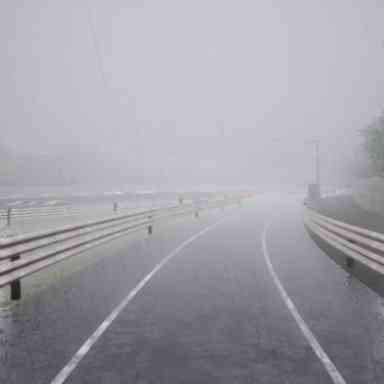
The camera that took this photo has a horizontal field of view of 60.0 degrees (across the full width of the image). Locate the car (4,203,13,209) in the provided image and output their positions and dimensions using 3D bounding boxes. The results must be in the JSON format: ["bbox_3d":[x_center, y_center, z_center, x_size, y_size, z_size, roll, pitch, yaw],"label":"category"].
[{"bbox_3d":[-19.135,1.619,39.338,2.033,1.411,5.357,1,2,39],"label":"car"}]

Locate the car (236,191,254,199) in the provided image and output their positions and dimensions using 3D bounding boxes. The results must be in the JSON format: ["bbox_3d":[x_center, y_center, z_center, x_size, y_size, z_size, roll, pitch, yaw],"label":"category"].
[{"bbox_3d":[11.407,0.465,71.400,2.097,1.767,4.553,1,2,39],"label":"car"}]

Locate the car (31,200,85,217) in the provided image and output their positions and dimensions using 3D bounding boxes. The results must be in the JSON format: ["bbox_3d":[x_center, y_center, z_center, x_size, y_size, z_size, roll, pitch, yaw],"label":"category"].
[{"bbox_3d":[-13.699,1.622,34.927,1.882,1.535,5.008,1,2,39],"label":"car"}]

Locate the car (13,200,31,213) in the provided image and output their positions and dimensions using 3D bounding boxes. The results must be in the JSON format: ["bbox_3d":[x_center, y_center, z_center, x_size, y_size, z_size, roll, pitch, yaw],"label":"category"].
[{"bbox_3d":[-16.418,1.653,37.132,2.033,1.411,5.357,1,2,39],"label":"car"}]

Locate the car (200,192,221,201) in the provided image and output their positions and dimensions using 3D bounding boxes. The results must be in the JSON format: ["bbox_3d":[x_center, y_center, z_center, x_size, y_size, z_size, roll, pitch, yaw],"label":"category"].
[{"bbox_3d":[3.461,1.065,56.063,1.895,1.301,4.718,1,2,39],"label":"car"}]

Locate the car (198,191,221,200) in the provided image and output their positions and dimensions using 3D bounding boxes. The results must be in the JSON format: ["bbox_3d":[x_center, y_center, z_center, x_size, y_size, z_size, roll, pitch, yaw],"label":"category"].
[{"bbox_3d":[3.659,0.705,67.411,2.128,1.511,4.902,1,2,39],"label":"car"}]
